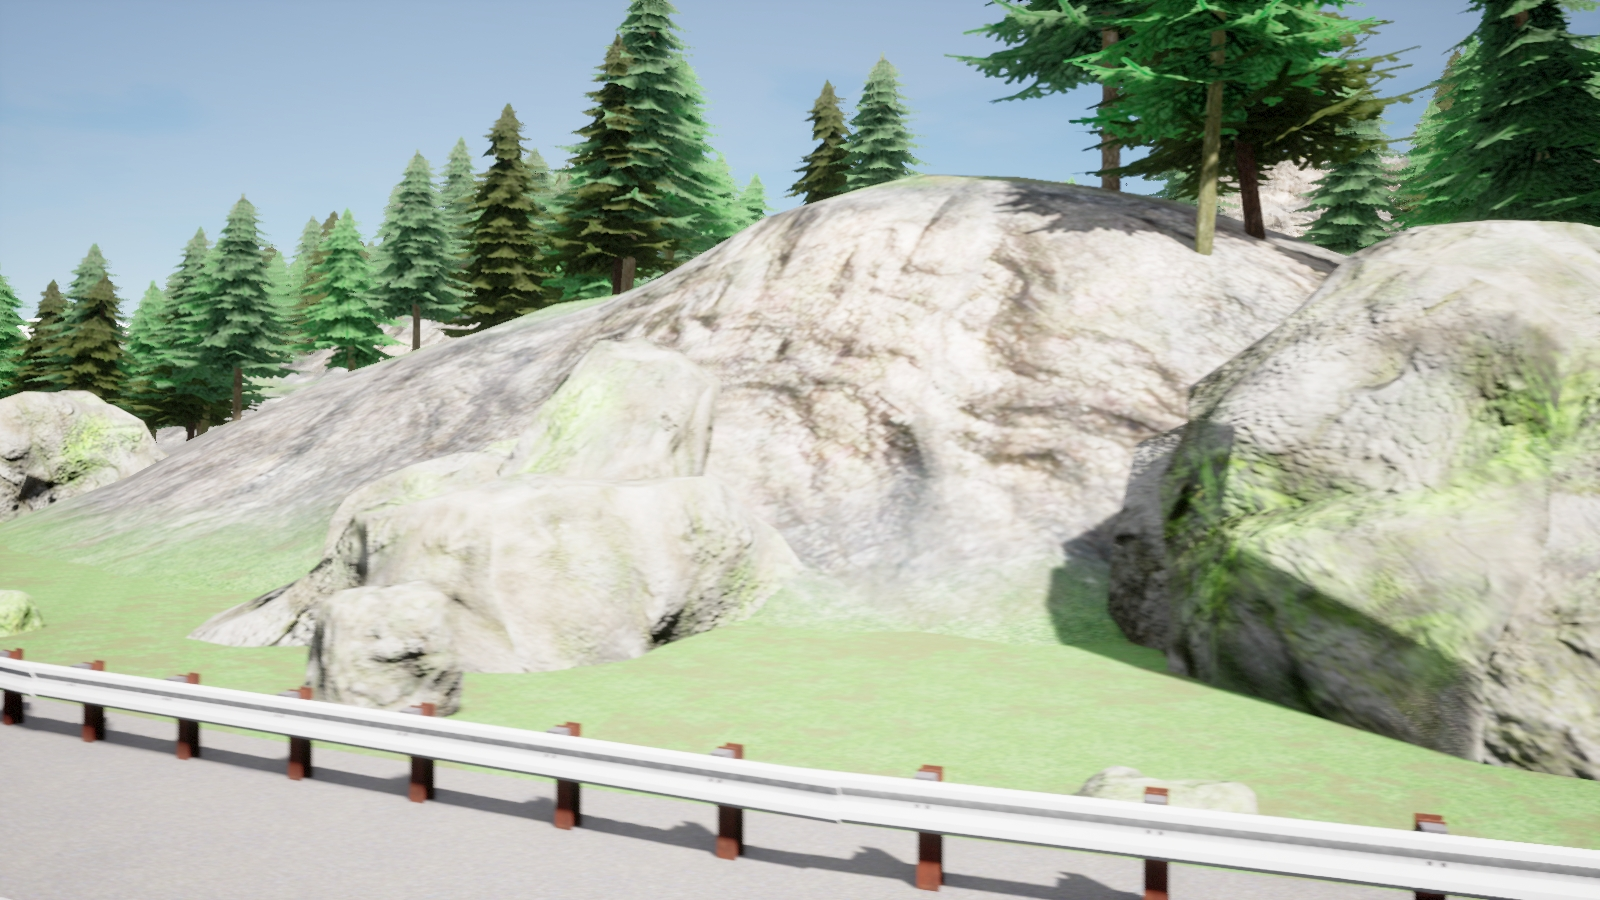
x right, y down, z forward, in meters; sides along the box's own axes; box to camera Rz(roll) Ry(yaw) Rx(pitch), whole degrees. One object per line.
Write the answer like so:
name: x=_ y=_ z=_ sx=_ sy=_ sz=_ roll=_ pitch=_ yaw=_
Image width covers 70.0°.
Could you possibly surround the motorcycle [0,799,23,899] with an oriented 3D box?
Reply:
motorcycle: x=-4.555 y=2.178 z=5.140 sx=2.033 sy=1.217 sz=0.803 roll=0 pitch=-1 yaw=25
